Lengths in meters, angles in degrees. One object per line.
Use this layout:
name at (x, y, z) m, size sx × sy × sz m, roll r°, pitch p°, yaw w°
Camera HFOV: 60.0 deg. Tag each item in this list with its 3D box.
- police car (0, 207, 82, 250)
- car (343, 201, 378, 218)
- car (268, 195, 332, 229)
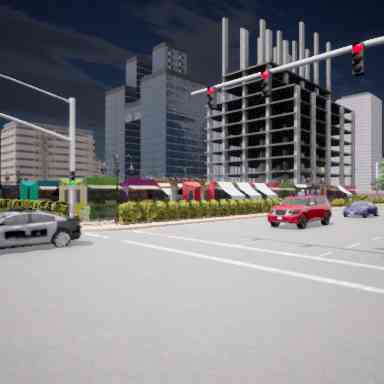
police car at (-6.938, 1.424, 12.882) m, size 5.238 × 1.638 × 1.930 m, roll 0°, pitch 0°, yaw -44°
car at (15.179, 1.525, 29.816) m, size 4.674 × 1.442 × 1.812 m, roll 0°, pitch 0°, yaw -45°
car at (7.226, 1.221, 21.934) m, size 5.566 × 2.045 × 2.150 m, roll 0°, pitch 0°, yaw -45°
